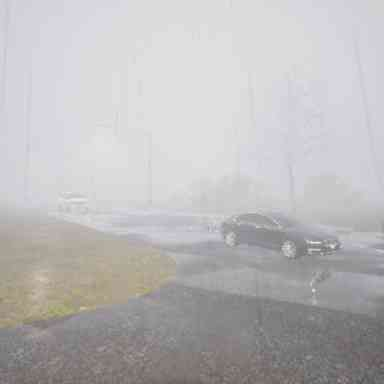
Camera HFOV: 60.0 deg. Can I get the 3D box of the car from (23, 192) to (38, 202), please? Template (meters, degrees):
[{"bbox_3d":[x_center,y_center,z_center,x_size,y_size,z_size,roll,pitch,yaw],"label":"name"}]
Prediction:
[{"bbox_3d":[-31.918,1.135,64.972,2.033,1.411,5.357,0,1,-28],"label":"car"}]

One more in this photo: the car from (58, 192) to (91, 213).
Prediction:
[{"bbox_3d":[-12.376,1.037,34.808,2.150,2.045,5.566,0,0,-35],"label":"car"}]

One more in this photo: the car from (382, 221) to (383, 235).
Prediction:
[{"bbox_3d":[10.638,1.422,13.775,1.882,1.535,5.008,0,0,-34],"label":"car"}]

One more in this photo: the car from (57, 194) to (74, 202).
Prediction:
[{"bbox_3d":[-24.819,1.143,65.150,2.033,1.411,5.357,0,1,-35],"label":"car"}]

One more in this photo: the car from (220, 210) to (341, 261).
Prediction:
[{"bbox_3d":[3.056,1.462,12.457,1.837,1.490,4.892,0,0,-34],"label":"car"}]
